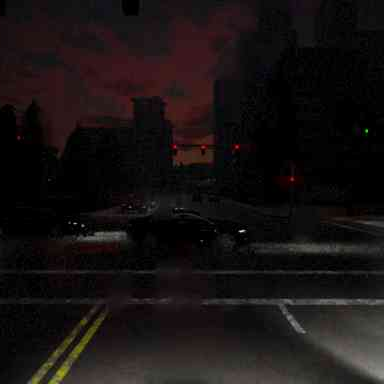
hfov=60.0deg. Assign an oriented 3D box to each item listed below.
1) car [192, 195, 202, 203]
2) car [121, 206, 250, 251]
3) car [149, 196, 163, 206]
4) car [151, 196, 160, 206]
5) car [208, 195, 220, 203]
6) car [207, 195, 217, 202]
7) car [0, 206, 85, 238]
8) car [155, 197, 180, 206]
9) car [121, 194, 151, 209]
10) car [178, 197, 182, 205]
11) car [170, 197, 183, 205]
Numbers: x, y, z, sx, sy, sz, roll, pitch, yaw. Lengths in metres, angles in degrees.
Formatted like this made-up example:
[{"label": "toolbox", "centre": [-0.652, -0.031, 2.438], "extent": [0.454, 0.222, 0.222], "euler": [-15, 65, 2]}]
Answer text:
[{"label": "car", "centre": [1.033, 1.342, 67.436], "extent": [2.097, 1.767, 4.553], "euler": [0, 0, 1]}, {"label": "car", "centre": [-0.170, 1.489, 13.380], "extent": [4.902, 1.511, 2.128], "euler": [0, 0, 1]}, {"label": "car", "centre": [-6.153, 1.496, 57.032], "extent": [1.837, 1.490, 4.892], "euler": [0, 0, 0]}, {"label": "car", "centre": [-6.262, 1.485, 46.973], "extent": [2.128, 1.511, 4.902], "euler": [0, 0, 1]}, {"label": "car", "centre": [4.636, 1.538, 67.319], "extent": [2.033, 1.411, 5.357], "euler": [0, 0, 1]}, {"label": "car", "centre": [4.627, 1.467, 77.141], "extent": [1.882, 1.535, 5.008], "euler": [0, 0, 1]}, {"label": "car", "centre": [-7.985, 1.504, 16.951], "extent": [4.892, 1.490, 1.837], "euler": [-1, 0, 1]}, {"label": "car", "centre": [-2.839, 1.595, 39.200], "extent": [1.895, 1.301, 4.718], "euler": [0, 0, 1]}, {"label": "car", "centre": [-6.360, 1.216, 37.092], "extent": [2.150, 2.045, 5.566], "euler": [0, 0, 1]}, {"label": "car", "centre": [-2.751, 1.557, 48.002], "extent": [1.994, 1.385, 4.181], "euler": [0, 0, 1]}, {"label": "car", "centre": [-2.635, 1.539, 58.326], "extent": [2.033, 1.411, 5.357], "euler": [0, 0, 1]}]
